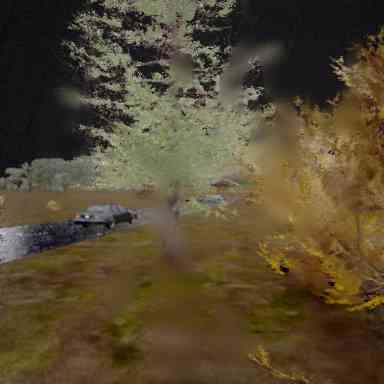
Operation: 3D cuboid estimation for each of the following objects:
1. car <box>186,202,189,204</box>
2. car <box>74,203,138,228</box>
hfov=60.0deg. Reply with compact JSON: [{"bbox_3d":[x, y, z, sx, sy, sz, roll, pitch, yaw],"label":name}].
[{"bbox_3d":[0.210,1.286,55.815,1.895,1.301,4.718,0,0,14],"label":"car"},{"bbox_3d":[-5.243,1.415,20.942,2.033,1.411,5.357,0,0,14],"label":"car"}]
